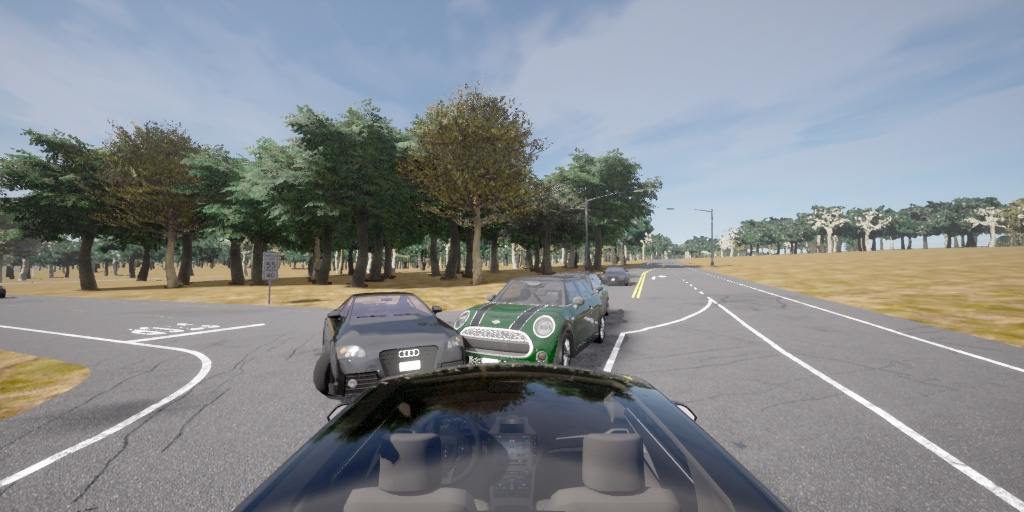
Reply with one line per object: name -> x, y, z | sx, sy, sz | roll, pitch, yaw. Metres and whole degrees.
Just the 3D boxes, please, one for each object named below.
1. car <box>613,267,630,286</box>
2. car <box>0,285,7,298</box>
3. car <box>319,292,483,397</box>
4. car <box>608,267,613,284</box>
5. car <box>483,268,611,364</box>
car -> 7.884, 1.506, 27.294 | 1.994, 1.385, 4.181 | -1, 0, 22
car -> -40.862, 2.562, 27.403 | 4.181, 1.385, 1.994 | -2, -3, 22
car -> -2.356, 1.376, 6.640 | 1.994, 1.385, 4.181 | 1, -2, -29
car -> 2.022, 1.344, 12.158 | 2.097, 1.767, 4.553 | -1, -1, 21
car -> 0.615, 1.218, 7.845 | 2.097, 1.767, 4.553 | -1, -2, 26
